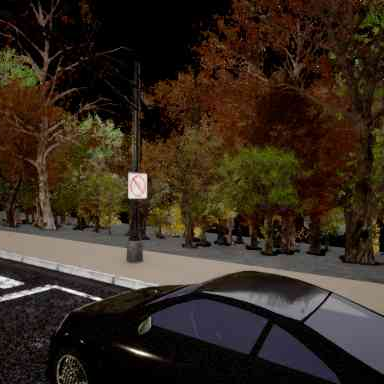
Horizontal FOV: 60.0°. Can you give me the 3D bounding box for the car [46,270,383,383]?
[{"bbox_3d":[0.382,1.564,3.414,4.181,1.385,1.994,0,0,36],"label":"car"}]
